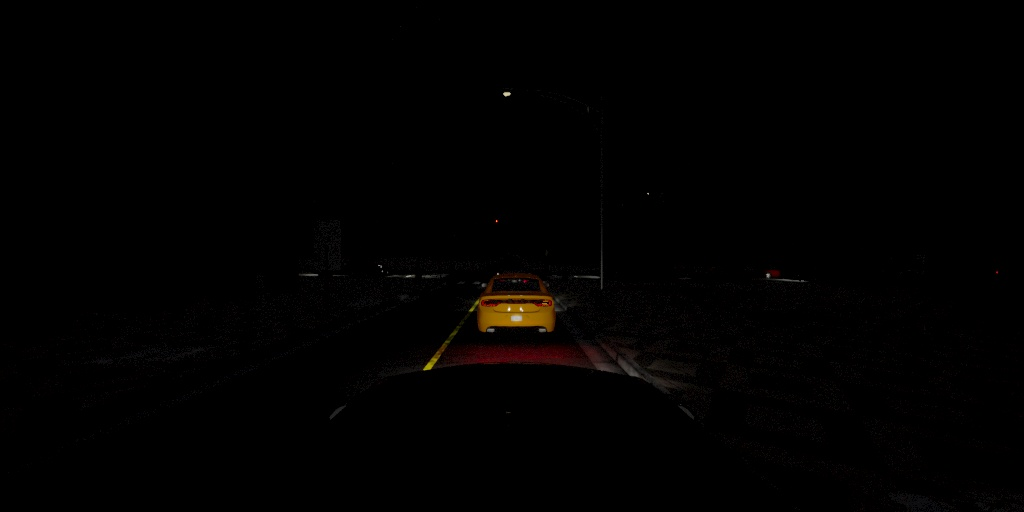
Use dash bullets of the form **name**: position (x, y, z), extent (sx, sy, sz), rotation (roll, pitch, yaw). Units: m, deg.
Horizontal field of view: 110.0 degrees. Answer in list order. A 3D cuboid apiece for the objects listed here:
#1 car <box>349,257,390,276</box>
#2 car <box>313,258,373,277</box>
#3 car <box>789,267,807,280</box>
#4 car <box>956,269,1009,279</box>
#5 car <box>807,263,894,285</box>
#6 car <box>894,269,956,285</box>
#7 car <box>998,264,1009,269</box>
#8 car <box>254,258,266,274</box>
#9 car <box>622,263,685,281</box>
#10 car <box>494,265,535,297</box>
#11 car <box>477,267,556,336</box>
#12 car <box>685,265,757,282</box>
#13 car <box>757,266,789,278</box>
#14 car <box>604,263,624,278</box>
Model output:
- **car**: position (-13.881, 0.926, 33.594), extent (4.553, 1.767, 2.097), rotation (1, 0, 1)
- **car**: position (-14.764, 1.114, 30.882), extent (4.403, 1.370, 2.007), rotation (0, 0, 0)
- **car**: position (31.886, 1.771, 36.793), extent (4.892, 1.490, 1.837), rotation (1, 0, 0)
- **car**: position (40.367, 1.994, 30.938), extent (4.207, 1.307, 1.802), rotation (0, 0, 0)
- **car**: position (29.073, 1.539, 30.946), extent (5.009, 1.841, 2.192), rotation (0, 0, 0)
- **car**: position (34.717, 1.862, 30.942), extent (4.507, 1.381, 1.888), rotation (0, 0, 0)
- **car**: position (48.968, 1.777, 33.590), extent (5.566, 2.045, 2.150), rotation (1, 0, 0)
- **car**: position (-23.879, 0.928, 33.647), extent (4.902, 1.511, 2.128), rotation (1, 0, 0)
- **car**: position (12.144, 1.522, 30.958), extent (4.313, 1.339, 1.948), rotation (0, 0, 0)
- **car**: position (0.111, 1.296, 20.232), extent (2.033, 1.411, 5.357), rotation (0, 0, 0)
- **car**: position (0.104, 1.227, 10.405), extent (1.882, 1.535, 5.008), rotation (0, 0, 0)
- **car**: position (17.956, 1.569, 30.954), extent (4.829, 1.417, 1.751), rotation (0, 0, 0)
- **car**: position (29.087, 1.763, 39.472), extent (4.507, 1.381, 1.888), rotation (0, 0, 0)
- **car**: position (11.902, 1.454, 36.816), extent (4.892, 1.490, 1.837), rotation (1, 0, 0)
